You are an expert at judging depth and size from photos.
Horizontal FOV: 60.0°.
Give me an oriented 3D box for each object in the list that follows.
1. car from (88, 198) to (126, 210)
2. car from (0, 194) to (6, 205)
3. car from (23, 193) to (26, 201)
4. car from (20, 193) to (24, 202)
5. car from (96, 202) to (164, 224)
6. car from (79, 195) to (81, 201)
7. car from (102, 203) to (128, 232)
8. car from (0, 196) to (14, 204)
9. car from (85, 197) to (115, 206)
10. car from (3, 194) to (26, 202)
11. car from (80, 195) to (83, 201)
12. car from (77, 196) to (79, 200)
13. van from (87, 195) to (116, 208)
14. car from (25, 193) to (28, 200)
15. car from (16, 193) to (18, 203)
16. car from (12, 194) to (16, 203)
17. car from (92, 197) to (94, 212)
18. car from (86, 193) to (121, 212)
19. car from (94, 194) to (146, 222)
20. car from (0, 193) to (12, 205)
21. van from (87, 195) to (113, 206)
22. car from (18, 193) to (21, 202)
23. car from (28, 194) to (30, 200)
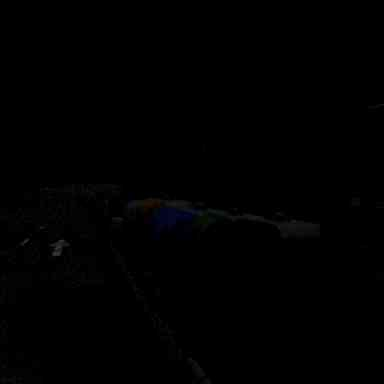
[{"bbox_3d":[-12.770,1.841,49.926,5.008,1.535,2.097,3,-1,-39],"label":"car"},{"bbox_3d":[-33.141,1.452,53.296,4.792,1.488,2.163,1,-1,-39],"label":"car"},{"bbox_3d":[-41.179,1.574,75.634,4.792,1.488,2.163,1,-1,-41],"label":"car"},{"bbox_3d":[-40.172,1.559,72.814,4.792,1.488,2.163,1,0,-40],"label":"car"},{"bbox_3d":[-4.987,1.714,27.160,5.008,1.535,2.097,3,-1,-39],"label":"car"},{"bbox_3d":[-25.964,2.028,86.829,5.008,1.535,2.097,3,-1,-42],"label":"car"},{"bbox_3d":[-1.936,1.643,18.691,5.366,1.575,1.946,3,-2,-39],"label":"car"},{"bbox_3d":[-36.087,1.471,61.697,4.892,1.521,2.231,1,0,-39],"label":"car"},{"bbox_3d":[-18.521,1.940,67.117,5.366,1.575,1.946,3,-2,-39],"label":"car"},{"bbox_3d":[-43.375,1.445,81.112,4.553,1.767,2.185,1,-1,-41],"label":"car"},{"bbox_3d":[-23.809,2.003,81.188,5.008,1.535,2.097,3,-2,-41],"label":"car"},{"bbox_3d":[-27.088,1.786,89.620,5.566,2.045,2.435,3,-1,-42],"label":"car"},{"bbox_3d":[-15.782,1.659,58.382,4.442,1.987,1.878,3,-1,-39],"label":"van"},{"bbox_3d":[-42.260,1.557,78.374,5.008,1.535,2.097,1,0,-41],"label":"car"},{"bbox_3d":[-37.062,1.360,64.511,4.553,1.767,2.185,1,0,-40],"label":"car"},{"bbox_3d":[-34.968,1.454,59.015,5.366,1.575,1.946,1,-1,-39],"label":"car"},{"bbox_3d":[-6.951,1.620,32.850,4.553,1.767,2.185,3,-2,-39],"label":"car"},{"bbox_3d":[-7.906,1.510,35.691,5.566,2.045,2.435,3,-1,-39],"label":"car"},{"bbox_3d":[-3.025,1.420,21.464,5.566,2.045,2.435,3,-2,-39],"label":"car"},{"bbox_3d":[-34.148,1.187,56.069,5.566,2.045,2.435,1,0,-39],"label":"car"},{"bbox_3d":[-17.749,1.690,64.076,4.442,1.987,1.878,3,-1,-39],"label":"van"},{"bbox_3d":[-38.086,1.501,67.284,5.008,1.535,2.097,1,0,-40],"label":"car"},{"bbox_3d":[-44.586,1.578,83.752,5.366,1.575,1.946,1,0,-42],"label":"car"}]
